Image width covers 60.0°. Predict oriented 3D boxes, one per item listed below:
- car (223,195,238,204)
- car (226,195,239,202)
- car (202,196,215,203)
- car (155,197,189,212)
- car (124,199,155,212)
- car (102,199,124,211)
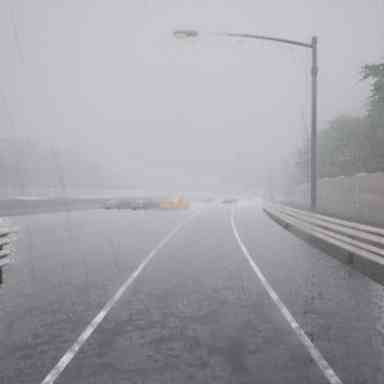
[{"bbox_3d":[7.301,1.622,62.500,1.895,1.301,4.718,0,-1,20],"label":"car"},{"bbox_3d":[9.705,1.562,79.659,2.097,1.767,4.553,0,-1,20],"label":"car"},{"bbox_3d":[3.720,1.649,73.299,2.128,1.511,4.902,0,-1,20],"label":"car"},{"bbox_3d":[-1.856,1.332,36.853,1.882,1.535,5.008,0,0,20],"label":"car"},{"bbox_3d":[-5.151,1.458,38.028,2.033,1.411,5.357,0,0,20],"label":"car"},{"bbox_3d":[-8.442,1.490,39.200,2.033,1.411,5.357,0,0,20],"label":"car"}]
